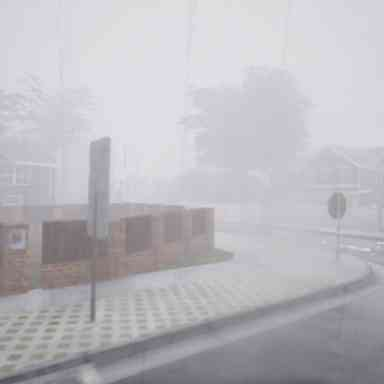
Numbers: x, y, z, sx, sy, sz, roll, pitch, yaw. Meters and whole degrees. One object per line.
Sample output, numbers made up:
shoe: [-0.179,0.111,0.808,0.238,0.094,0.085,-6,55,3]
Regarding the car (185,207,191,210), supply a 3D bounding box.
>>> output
car: [-0.893,1.905,26.923,1.837,1.490,4.892,2,-2,-34]
